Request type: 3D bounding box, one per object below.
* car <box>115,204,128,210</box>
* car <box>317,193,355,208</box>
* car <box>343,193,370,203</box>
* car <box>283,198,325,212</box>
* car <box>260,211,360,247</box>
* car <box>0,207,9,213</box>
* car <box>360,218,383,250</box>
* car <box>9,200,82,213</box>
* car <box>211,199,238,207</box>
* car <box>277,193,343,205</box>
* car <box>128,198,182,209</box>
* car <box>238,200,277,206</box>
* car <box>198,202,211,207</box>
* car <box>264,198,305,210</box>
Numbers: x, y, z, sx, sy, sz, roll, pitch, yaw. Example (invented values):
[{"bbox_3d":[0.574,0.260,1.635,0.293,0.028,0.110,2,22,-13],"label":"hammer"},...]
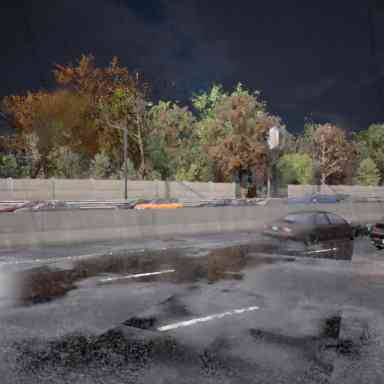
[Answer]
[{"bbox_3d":[-5.216,1.505,33.212,4.892,1.490,1.837,0,0,-30],"label":"car"},{"bbox_3d":[21.033,1.229,48.557,5.566,2.045,2.150,0,0,-30],"label":"car"},{"bbox_3d":[22.007,1.358,45.076,4.553,1.767,2.097,0,0,-30],"label":"car"},{"bbox_3d":[13.487,1.493,40.096,4.902,1.511,2.128,0,0,-30],"label":"car"},{"bbox_3d":[5.594,1.547,14.980,5.357,1.411,2.033,0,0,-30],"label":"car"},{"bbox_3d":[-13.590,1.478,28.322,5.008,1.535,1.882,0,0,-30],"label":"car"},{"bbox_3d":[8.952,1.504,12.887,4.892,1.490,1.837,0,0,-30],"label":"car"},{"bbox_3d":[-11.098,1.492,25.722,4.902,1.511,2.128,0,0,-30],"label":"car"},{"bbox_3d":[5.080,1.548,35.182,5.357,1.411,2.033,0,0,-31],"label":"car"},{"bbox_3d":[10.865,1.222,30.455,5.566,2.045,2.150,0,0,-30],"label":"car"},{"bbox_3d":[-3.112,1.352,30.391,4.553,1.767,2.097,0,0,-30],"label":"car"},{"bbox_3d":[7.131,1.526,32.312,4.674,1.442,1.812,0,0,-30],"label":"car"},{"bbox_3d":[3.222,1.548,38.156,5.357,1.411,2.033,0,0,-30],"label":"car"},{"bbox_3d":[12.106,1.550,43.341,5.357,1.411,2.033,0,0,-30],"label":"car"}]
